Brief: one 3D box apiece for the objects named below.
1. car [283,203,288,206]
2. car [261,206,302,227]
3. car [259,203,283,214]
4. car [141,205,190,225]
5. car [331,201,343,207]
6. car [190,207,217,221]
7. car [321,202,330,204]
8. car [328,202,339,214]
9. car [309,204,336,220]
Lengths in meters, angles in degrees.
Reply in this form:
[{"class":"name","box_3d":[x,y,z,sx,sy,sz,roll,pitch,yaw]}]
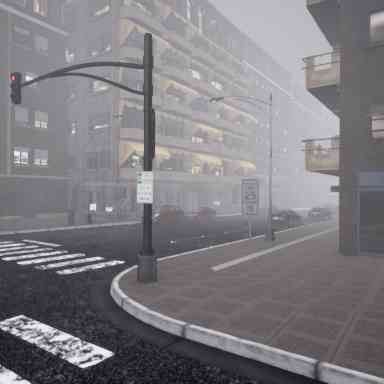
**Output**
[{"class":"car","box_3d":[13.708,2.404,50.692,1.752,1.417,4.829,-1,-1,35]},{"class":"car","box_3d":[7.692,2.095,27.444,1.947,1.339,4.313,-1,-2,35]},{"class":"car","box_3d":[10.569,2.326,46.170,1.887,1.381,4.507,-1,-1,35]},{"class":"car","box_3d":[-2.372,1.821,27.527,1.967,1.590,4.097,-1,-1,35]},{"class":"car","box_3d":[36.428,3.021,83.483,1.967,1.590,4.097,-1,-1,35]},{"class":"car","box_3d":[0.863,2.063,32.185,1.802,1.307,4.206,-1,-1,35]},{"class":"car","box_3d":[19.502,2.545,48.921,1.895,1.301,4.718,0,-1,35]},{"class":"car","box_3d":[20.732,2.458,46.231,1.752,1.417,4.829,-1,-2,35]},{"class":"car","box_3d":[14.164,2.295,36.767,1.947,1.339,4.313,-1,-2,35]}]
